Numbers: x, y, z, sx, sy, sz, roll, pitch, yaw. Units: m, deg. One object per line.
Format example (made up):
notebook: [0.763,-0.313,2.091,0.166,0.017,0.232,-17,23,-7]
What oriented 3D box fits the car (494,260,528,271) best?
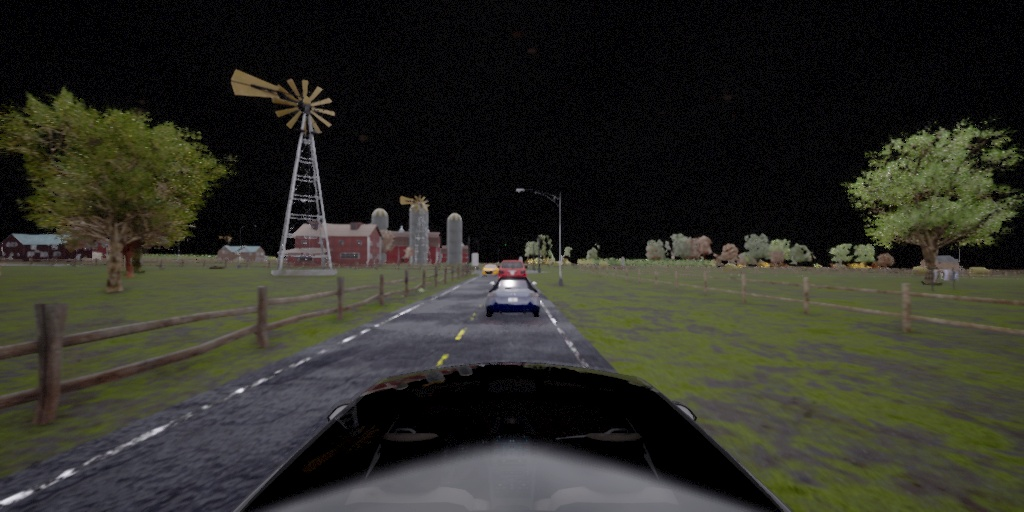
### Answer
car: [0.044,1.341,28.068,2.150,2.045,5.566,0,-1,1]

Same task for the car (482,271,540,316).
car: [0.050,1.489,14.250,1.994,1.385,4.181,0,-1,1]

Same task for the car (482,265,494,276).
car: [-2.789,1.859,46.711,1.882,1.535,5.008,0,-1,1]
